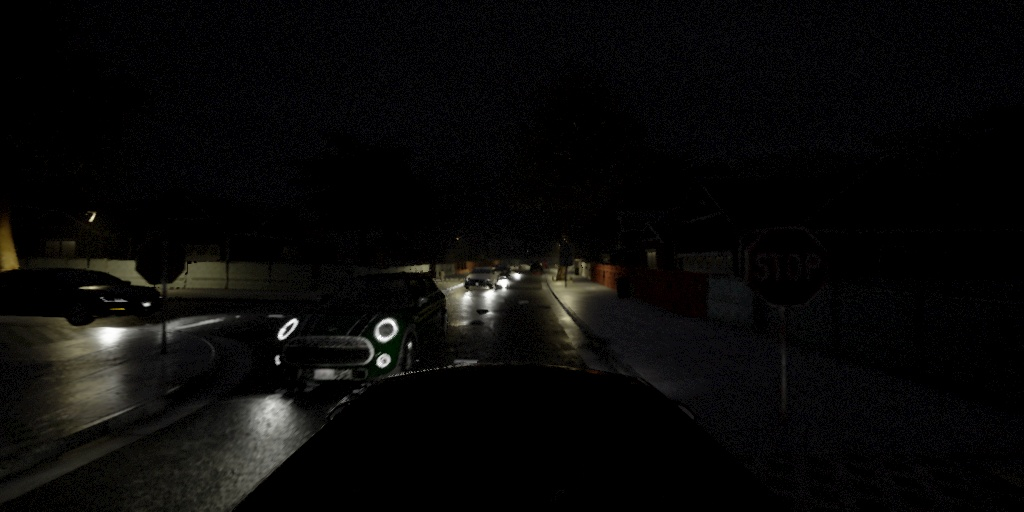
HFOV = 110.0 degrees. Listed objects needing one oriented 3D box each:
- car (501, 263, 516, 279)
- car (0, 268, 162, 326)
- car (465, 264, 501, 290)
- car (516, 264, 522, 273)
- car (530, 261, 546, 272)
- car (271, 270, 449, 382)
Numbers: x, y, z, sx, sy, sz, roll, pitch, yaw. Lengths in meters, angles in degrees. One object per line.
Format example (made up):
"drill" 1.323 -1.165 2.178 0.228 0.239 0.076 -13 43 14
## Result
"car" -1.124 1.543 37.603 2.128 1.511 4.902 0 0 5
"car" -13.048 1.119 10.517 4.892 1.490 1.837 1 -1 2
"car" -2.065 1.511 25.121 1.812 1.442 4.674 0 0 4
"car" 0.264 1.713 50.600 1.895 1.301 4.718 0 0 7
"car" 3.891 1.633 55.983 1.837 1.490 4.892 0 0 8
"car" -2.737 1.159 7.566 2.097 1.767 4.553 0 0 1
